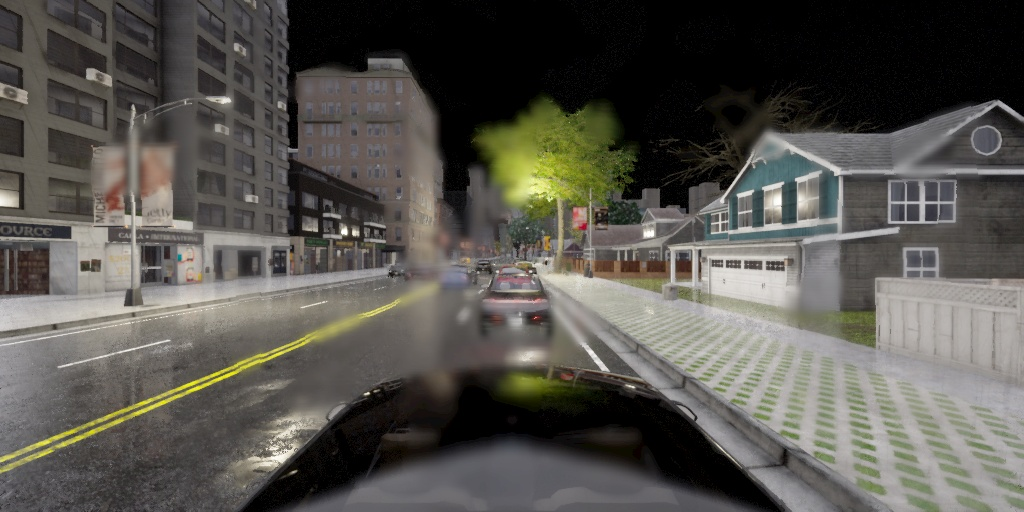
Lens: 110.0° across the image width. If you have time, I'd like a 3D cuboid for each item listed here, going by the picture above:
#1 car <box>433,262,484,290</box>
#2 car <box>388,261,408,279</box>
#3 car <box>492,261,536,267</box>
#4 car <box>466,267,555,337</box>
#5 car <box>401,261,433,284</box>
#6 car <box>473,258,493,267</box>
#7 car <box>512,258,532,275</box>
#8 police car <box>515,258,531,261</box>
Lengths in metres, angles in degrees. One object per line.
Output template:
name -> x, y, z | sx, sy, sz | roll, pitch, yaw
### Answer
car -> -3.130, 1.286, 22.034 | 2.033, 1.411, 5.357 | 0, 0, 0
car -> -9.817, 1.230, 32.872 | 1.837, 1.490, 4.892 | 0, 0, 0
car -> 0.119, 1.218, 19.828 | 1.882, 1.535, 5.008 | 0, 0, 0
car -> 0.112, 1.239, 10.324 | 2.128, 1.511, 4.902 | 0, 0, 0
car -> -6.573, 1.297, 27.089 | 1.994, 1.385, 4.181 | 0, 0, 0
car -> -3.110, 1.218, 41.122 | 1.837, 1.490, 4.892 | 0, 0, 0
car -> 1.013, 1.067, 39.417 | 2.097, 1.767, 4.553 | 0, 0, 0
police car -> 1.004, 1.155, 29.557 | 1.930, 1.638, 5.238 | 0, 0, 0
